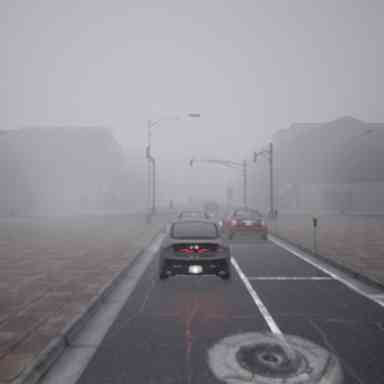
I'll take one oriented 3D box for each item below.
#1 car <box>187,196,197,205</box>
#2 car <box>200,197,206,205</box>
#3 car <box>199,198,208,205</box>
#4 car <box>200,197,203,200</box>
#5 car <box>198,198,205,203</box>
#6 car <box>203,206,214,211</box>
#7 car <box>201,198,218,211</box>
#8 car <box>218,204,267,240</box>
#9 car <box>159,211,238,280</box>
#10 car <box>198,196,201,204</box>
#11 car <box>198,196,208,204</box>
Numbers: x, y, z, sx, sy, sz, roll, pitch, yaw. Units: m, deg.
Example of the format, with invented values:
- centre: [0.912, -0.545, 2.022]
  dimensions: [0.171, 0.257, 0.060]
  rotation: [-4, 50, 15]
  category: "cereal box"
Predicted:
- centre: [-0.008, 1.832, 74.415]
  dimensions: [2.150, 2.045, 5.566]
  rotation: [0, -1, 0]
  category: "car"
- centre: [2.650, 1.888, 49.718]
  dimensions: [1.947, 1.339, 4.313]
  rotation: [1, -1, 0]
  category: "car"
- centre: [2.646, 2.176, 77.074]
  dimensions: [1.752, 1.417, 4.829]
  rotation: [1, -1, 0]
  category: "car"
- centre: [2.651, 1.907, 55.324]
  dimensions: [1.752, 1.417, 4.829]
  rotation: [1, -1, 0]
  category: "car"
- centre: [2.642, 2.465, 93.216]
  dimensions: [1.802, 1.307, 4.206]
  rotation: [1, -1, 0]
  category: "car"
- centre: [0.094, 1.689, 18.620]
  dimensions: [1.895, 1.301, 4.718]
  rotation: [0, 0, 0]
  category: "car"
- centre: [2.652, 1.836, 44.281]
  dimensions: [1.947, 1.339, 4.313]
  rotation: [1, -1, 0]
  category: "car"
- centre: [2.661, 1.523, 17.535]
  dimensions: [1.967, 1.590, 4.097]
  rotation: [2, 0, 0]
  category: "car"
- centre: [0.048, 1.549, 10.104]
  dimensions: [1.837, 1.490, 4.892]
  rotation: [0, 0, -1]
  category: "car"
- centre: [2.647, 2.073, 66.029]
  dimensions: [1.947, 1.339, 4.313]
  rotation: [1, -1, 0]
  category: "car"
- centre: [2.649, 2.038, 82.345]
  dimensions: [2.192, 1.841, 5.009]
  rotation: [1, -1, 0]
  category: "car"
